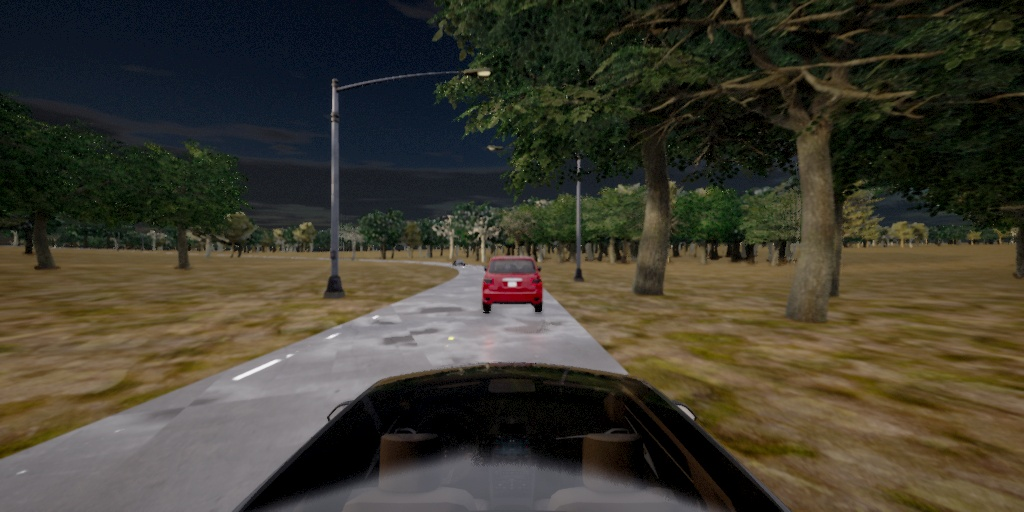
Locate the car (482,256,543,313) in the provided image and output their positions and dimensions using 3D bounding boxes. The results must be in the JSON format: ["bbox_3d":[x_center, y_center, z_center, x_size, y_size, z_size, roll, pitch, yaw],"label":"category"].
[{"bbox_3d":[0.028,1.002,14.412,2.150,2.045,5.566,0,0,0],"label":"car"}]
